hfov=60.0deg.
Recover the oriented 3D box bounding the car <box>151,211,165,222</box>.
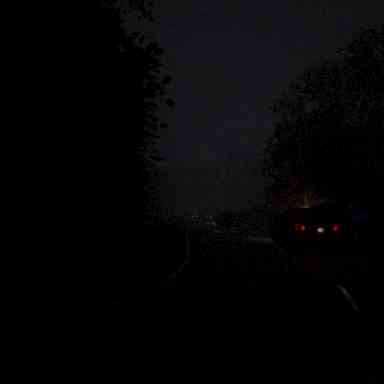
[{"bbox_3d":[-5.582,3.935,54.182,2.185,1.767,4.553,-2,-2,-2],"label":"car"}]

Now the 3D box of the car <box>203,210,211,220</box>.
[{"bbox_3d":[2.823,3.778,54.461,2.097,1.535,5.008,-2,-2,-2],"label":"car"}]

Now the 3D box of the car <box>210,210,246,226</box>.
[{"bbox_3d":[4.213,3.237,39.821,2.128,1.511,4.902,-1,-2,-14],"label":"car"}]

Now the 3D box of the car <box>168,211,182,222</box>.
[{"bbox_3d":[-2.780,3.839,54.223,2.185,1.767,4.553,-2,-2,-2],"label":"car"}]

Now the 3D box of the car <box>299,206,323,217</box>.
[{"bbox_3d":[19.618,3.216,55.081,2.097,1.535,5.008,-2,-2,-2],"label":"car"}]

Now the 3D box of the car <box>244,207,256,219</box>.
[{"bbox_3d":[8.422,3.620,54.691,2.163,1.488,4.792,-2,-2,-2],"label":"car"}]

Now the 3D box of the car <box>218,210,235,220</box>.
[{"bbox_3d":[5.623,3.714,54.588,2.163,1.488,4.792,-2,-2,-2],"label":"car"}]

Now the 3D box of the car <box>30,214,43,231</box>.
[{"bbox_3d":[-18.659,3.926,40.557,2.185,1.767,4.553,-2,-2,-2],"label":"car"}]

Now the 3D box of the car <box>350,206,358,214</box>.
[{"bbox_3d":[20.417,2.784,42.026,2.002,1.452,4.674,-2,-2,-2],"label":"car"}]

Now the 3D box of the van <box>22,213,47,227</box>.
[{"bbox_3d":[-25.179,4.487,53.314,1.878,1.987,4.442,-2,-2,-2],"label":"van"}]

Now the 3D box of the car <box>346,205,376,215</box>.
[{"bbox_3d":[28.014,2.951,55.389,2.231,1.521,4.892,-2,-2,-2],"label":"car"}]

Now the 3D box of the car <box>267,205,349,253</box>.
[{"bbox_3d":[5.629,1.862,16.998,2.150,2.045,5.566,1,-3,2],"label":"car"}]

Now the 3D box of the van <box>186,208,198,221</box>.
[{"bbox_3d":[0.011,3.650,54.477,1.878,1.987,4.442,-2,-2,-2],"label":"van"}]

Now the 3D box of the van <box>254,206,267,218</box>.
[{"bbox_3d":[11.210,3.275,54.890,1.878,1.987,4.442,-2,-2,-2],"label":"van"}]

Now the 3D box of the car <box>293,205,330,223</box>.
[{"bbox_3d":[14.844,2.679,41.857,2.435,2.045,5.566,-2,-2,-2],"label":"car"}]

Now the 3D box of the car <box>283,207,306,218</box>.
[{"bbox_3d":[16.828,3.299,54.787,1.946,1.575,5.366,-2,-2,-2],"label":"car"}]

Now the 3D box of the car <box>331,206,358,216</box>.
[{"bbox_3d":[25.220,3.067,55.310,2.163,1.488,4.792,-2,-2,-2],"label":"car"}]

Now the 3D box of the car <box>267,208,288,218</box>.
[{"bbox_3d":[14.024,3.431,54.839,2.163,1.488,4.792,-2,-2,-2],"label":"car"}]
